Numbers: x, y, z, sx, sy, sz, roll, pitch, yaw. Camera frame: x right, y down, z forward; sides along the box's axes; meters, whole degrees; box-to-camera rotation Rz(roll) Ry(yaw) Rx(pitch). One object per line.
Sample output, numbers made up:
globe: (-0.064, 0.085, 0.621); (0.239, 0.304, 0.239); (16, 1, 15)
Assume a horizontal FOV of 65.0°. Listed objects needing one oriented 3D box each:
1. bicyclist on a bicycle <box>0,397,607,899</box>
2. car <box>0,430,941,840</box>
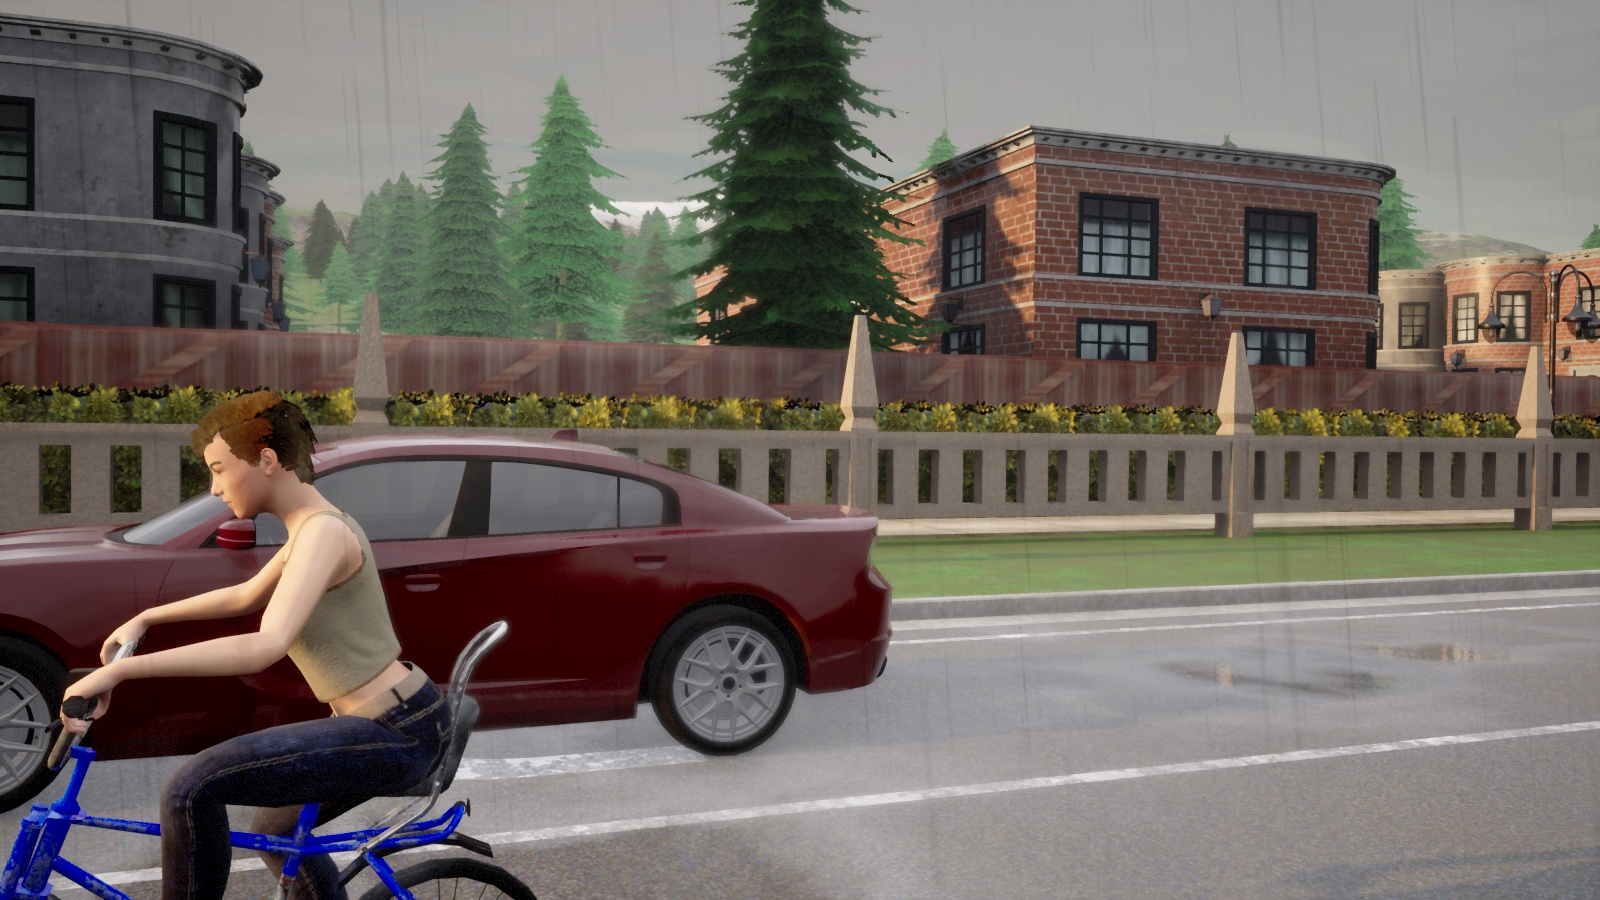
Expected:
bicyclist on a bicycle: (-1.262, 0.703, 2.754); (1.509, 1.612, 0.866); (-1, 1, -20)
car: (-1.981, 0.696, 6.232); (5.008, 1.535, 1.882); (-1, 1, -21)
